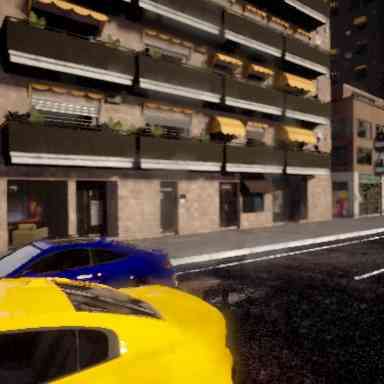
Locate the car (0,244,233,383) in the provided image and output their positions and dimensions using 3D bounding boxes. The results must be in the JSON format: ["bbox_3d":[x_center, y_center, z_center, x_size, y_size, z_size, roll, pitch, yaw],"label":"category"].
[{"bbox_3d":[-1.964,1.496,2.304,5.008,1.535,1.882,0,0,-35],"label":"car"}]

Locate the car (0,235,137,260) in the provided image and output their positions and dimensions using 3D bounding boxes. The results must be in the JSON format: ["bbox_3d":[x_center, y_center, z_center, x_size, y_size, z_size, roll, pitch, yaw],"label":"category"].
[{"bbox_3d":[-2.464,1.556,5.935,4.674,1.442,1.812,0,0,-35],"label":"car"}]
